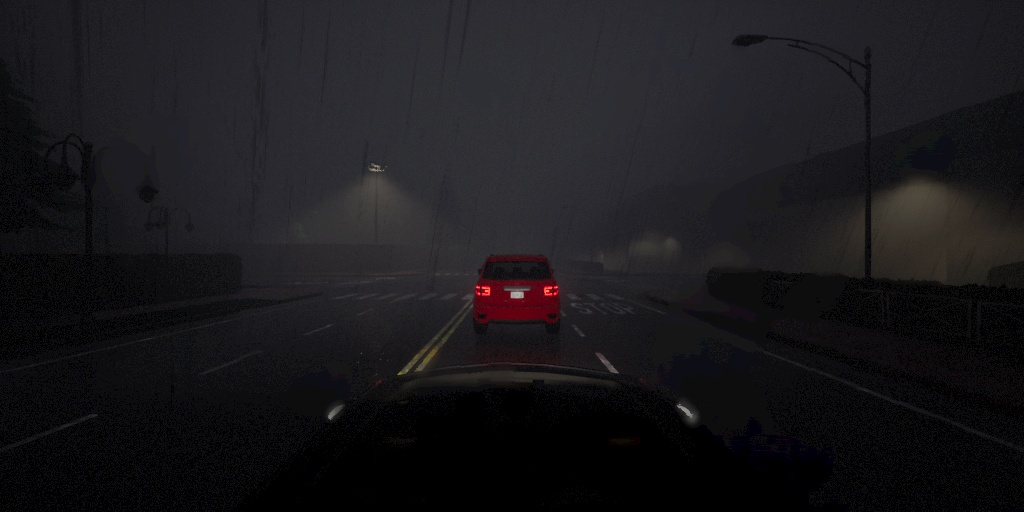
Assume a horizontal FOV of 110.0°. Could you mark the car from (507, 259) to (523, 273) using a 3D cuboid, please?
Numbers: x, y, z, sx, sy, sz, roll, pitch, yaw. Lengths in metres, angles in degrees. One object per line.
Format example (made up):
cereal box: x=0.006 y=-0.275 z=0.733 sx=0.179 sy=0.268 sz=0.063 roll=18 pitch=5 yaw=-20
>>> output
car: x=0.362 y=1.228 z=45.623 sx=1.882 sy=1.535 sz=5.008 roll=0 pitch=0 yaw=1

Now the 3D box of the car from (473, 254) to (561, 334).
car: x=0.123 y=0.971 z=10.771 sx=2.150 sy=2.045 sz=5.566 roll=0 pitch=0 yaw=0
